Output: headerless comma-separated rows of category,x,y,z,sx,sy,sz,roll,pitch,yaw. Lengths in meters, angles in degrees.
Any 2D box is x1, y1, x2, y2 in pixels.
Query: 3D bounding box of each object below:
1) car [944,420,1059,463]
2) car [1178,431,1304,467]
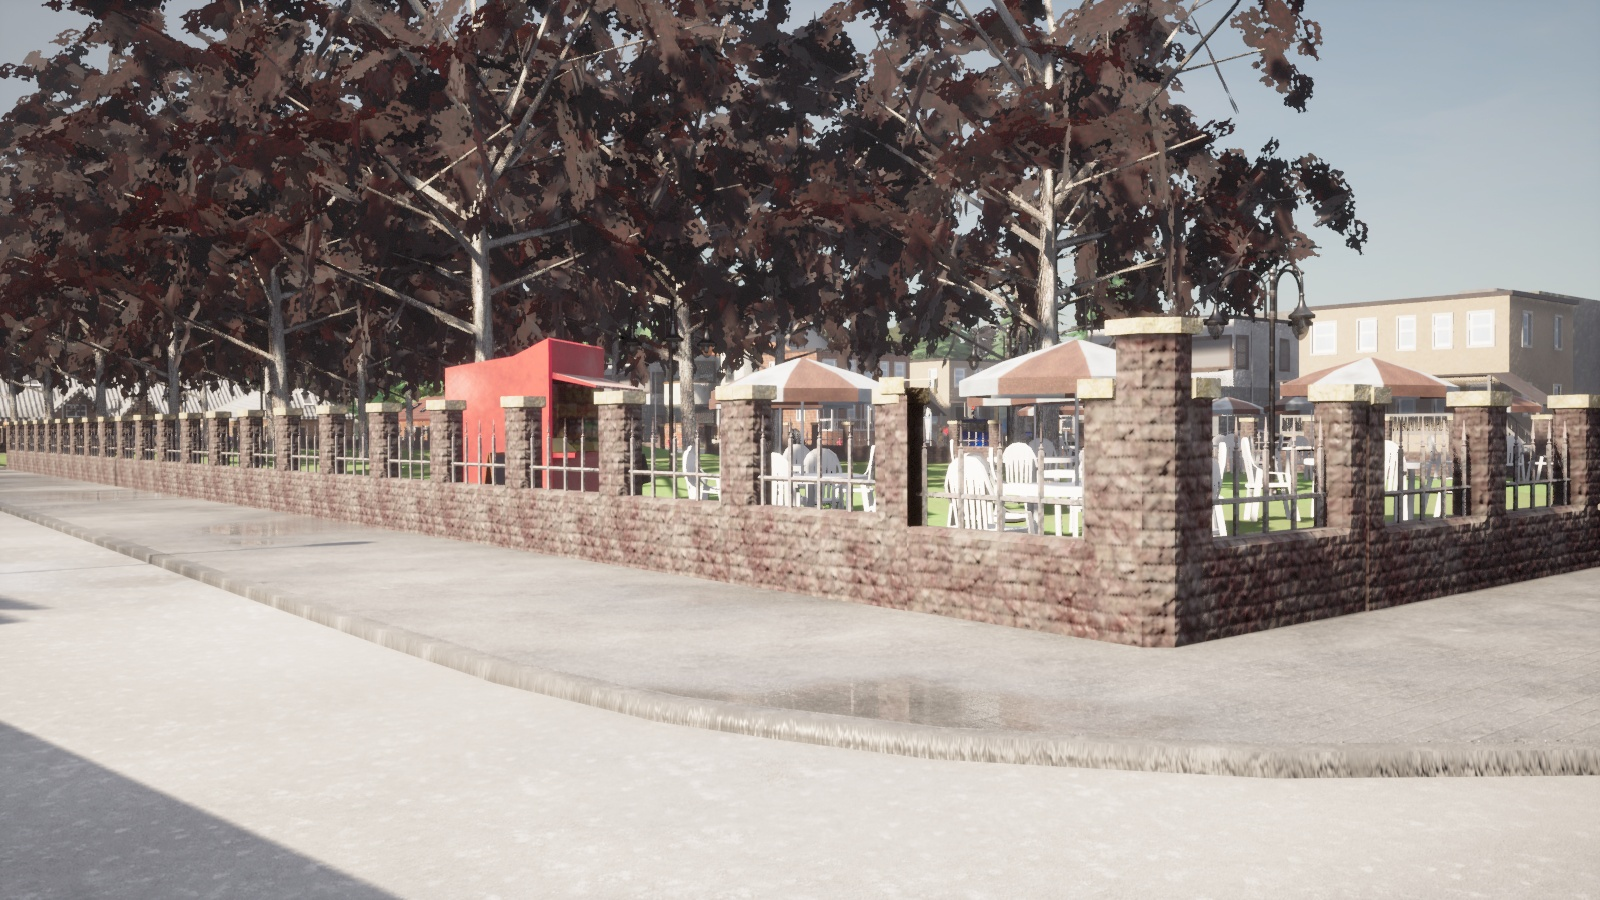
car,9.867,-0.461,61.903,2.150,2.045,5.566,-1,1,-39
car,19.677,-0.092,56.163,2.128,1.511,4.902,-1,1,-39
